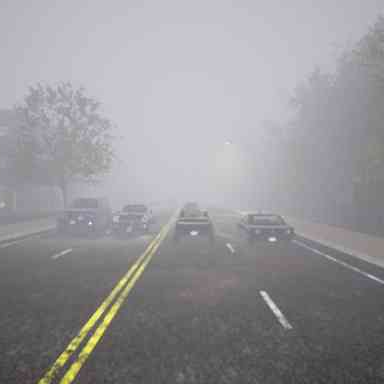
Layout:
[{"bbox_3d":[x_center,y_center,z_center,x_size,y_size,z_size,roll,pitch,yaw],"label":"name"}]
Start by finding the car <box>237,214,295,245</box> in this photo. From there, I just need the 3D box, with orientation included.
[{"bbox_3d":[3.330,1.688,16.003,1.895,1.301,4.718,0,0,0],"label":"car"}]

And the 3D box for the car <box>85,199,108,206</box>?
[{"bbox_3d":[-20.781,2.219,72.518,4.313,1.339,1.947,-1,1,-1],"label":"car"}]

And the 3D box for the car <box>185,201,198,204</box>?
[{"bbox_3d":[-0.069,1.716,34.894,1.812,1.442,4.674,0,0,-1],"label":"car"}]

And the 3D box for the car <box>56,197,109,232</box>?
[{"bbox_3d":[-6.632,1.337,21.217,2.150,2.045,5.566,0,0,0],"label":"car"}]

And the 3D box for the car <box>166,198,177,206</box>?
[{"bbox_3d":[-3.936,1.861,64.757,1.882,1.535,5.008,0,0,-1],"label":"car"}]

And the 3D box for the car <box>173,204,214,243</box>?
[{"bbox_3d":[0.080,1.583,16.779,2.128,1.511,4.902,0,0,0],"label":"car"}]

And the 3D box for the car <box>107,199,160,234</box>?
[{"bbox_3d":[-3.383,1.462,20.134,2.097,1.767,4.553,0,0,0],"label":"car"}]
